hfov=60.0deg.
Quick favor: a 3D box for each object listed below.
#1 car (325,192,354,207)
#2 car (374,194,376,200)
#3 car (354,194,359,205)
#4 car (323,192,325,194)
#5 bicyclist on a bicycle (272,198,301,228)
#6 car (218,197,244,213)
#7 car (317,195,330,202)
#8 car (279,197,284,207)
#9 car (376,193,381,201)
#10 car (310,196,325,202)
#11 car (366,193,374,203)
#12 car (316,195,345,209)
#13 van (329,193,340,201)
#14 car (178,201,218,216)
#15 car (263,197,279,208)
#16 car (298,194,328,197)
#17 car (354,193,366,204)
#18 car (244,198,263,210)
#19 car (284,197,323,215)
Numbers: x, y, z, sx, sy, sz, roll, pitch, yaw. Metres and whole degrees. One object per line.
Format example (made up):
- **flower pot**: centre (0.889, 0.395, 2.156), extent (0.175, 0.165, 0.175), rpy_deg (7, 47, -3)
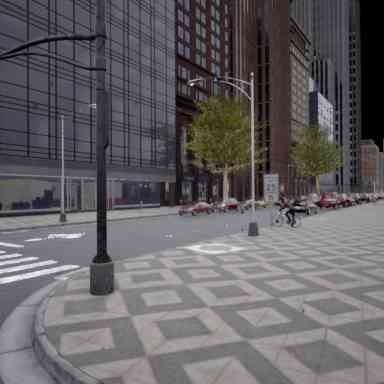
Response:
- **car**: centre (20.206, 1.136, 45.500), extent (2.192, 1.841, 5.009), rpy_deg (0, 0, 35)
- **car**: centre (36.273, 1.302, 68.873), extent (1.752, 1.417, 4.829), rpy_deg (-1, 0, 35)
- **car**: centre (23.401, 1.377, 50.145), extent (1.947, 1.339, 4.313), rpy_deg (0, 0, 35)
- **car**: centre (22.124, 1.051, 52.827), extent (2.150, 2.045, 5.566), rpy_deg (-1, 0, 35)
- **bicyclist on a bicycle**: centre (5.202, 1.177, 18.439), extent (1.656, 1.620, 0.582), rpy_deg (-1, 0, 35)
- **car**: centre (3.601, 1.366, 36.390), extent (1.967, 1.590, 4.097), rpy_deg (0, 0, 35)
- **car**: centre (29.158, 1.426, 73.570), extent (1.802, 1.307, 4.206), rpy_deg (0, 0, 35)
- **car**: centre (13.186, 1.455, 50.334), extent (1.947, 1.339, 4.313), rpy_deg (0, 0, 35)
- **car**: centre (42.565, 1.358, 78.027), extent (1.802, 1.307, 4.206), rpy_deg (-1, 0, 35)
- **car**: centre (25.964, 1.417, 68.924), extent (1.947, 1.339, 4.313), rpy_deg (0, 0, 35)
- **car**: centre (32.982, 1.099, 64.087), extent (2.192, 1.841, 5.009), rpy_deg (0, 0, 35)
- **car**: centre (17.013, 1.377, 40.852), extent (1.887, 1.381, 4.507), rpy_deg (0, 0, 35)
- **van**: centre (35.544, 1.185, 82.867), extent (1.690, 1.788, 3.998), rpy_deg (-1, 0, 35)
- **car**: centre (0.408, 1.524, 31.743), extent (1.802, 1.307, 4.206), rpy_deg (0, 0, 35)
- **car**: centre (9.895, 1.425, 45.545), extent (1.752, 1.417, 4.829), rpy_deg (0, 0, 35)
- **car**: centre (15.675, 1.342, 43.440), extent (2.128, 1.511, 4.902), rpy_deg (-1, 0, 34)
- **car**: centre (26.594, 1.117, 54.793), extent (2.192, 1.841, 5.009), rpy_deg (0, 0, 35)
- **car**: centre (6.797, 1.494, 41.038), extent (1.802, 1.307, 4.206), rpy_deg (0, 0, 35)
- **car**: centre (10.625, 1.424, 31.557), extent (1.947, 1.339, 4.313), rpy_deg (0, 0, 35)
